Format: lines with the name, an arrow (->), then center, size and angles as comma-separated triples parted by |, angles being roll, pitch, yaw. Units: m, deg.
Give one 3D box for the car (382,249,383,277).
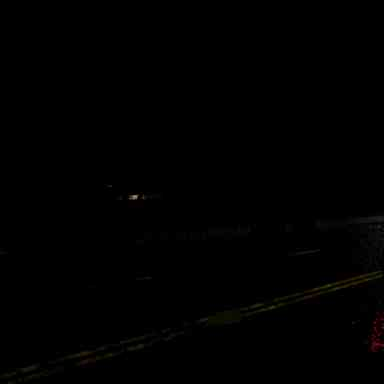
car -> 6.636, 1.531, 8.194 | 5.008, 1.535, 1.882 | 0, 0, -36
